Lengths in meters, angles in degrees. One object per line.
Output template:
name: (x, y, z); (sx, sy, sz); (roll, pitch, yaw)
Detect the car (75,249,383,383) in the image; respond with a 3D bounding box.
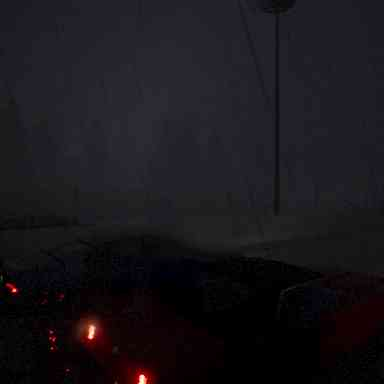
car: (1.112, 1.607, 4.538); (4.718, 1.301, 1.895); (0, 0, -35)

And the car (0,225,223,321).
car: (-1.206, 1.553, 7.184); (5.357, 1.411, 2.033); (0, 0, -35)

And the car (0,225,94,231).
car: (-6.244, 1.552, 12.443); (5.357, 1.411, 2.033); (0, 0, -36)
